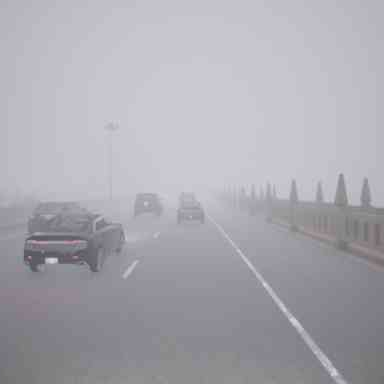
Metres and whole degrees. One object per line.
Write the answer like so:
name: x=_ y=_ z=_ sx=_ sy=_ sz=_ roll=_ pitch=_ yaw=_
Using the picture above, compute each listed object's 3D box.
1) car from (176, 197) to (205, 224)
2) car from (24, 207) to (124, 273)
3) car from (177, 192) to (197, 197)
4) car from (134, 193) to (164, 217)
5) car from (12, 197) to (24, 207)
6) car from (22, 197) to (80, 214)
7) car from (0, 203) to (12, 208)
car: x=-0.120 y=1.377 z=23.466 sx=2.128 sy=1.511 sz=4.902 roll=0 pitch=0 yaw=-1
car: x=-3.419 y=1.441 z=10.497 sx=2.128 sy=1.511 sz=4.902 roll=0 pitch=0 yaw=0
car: x=-0.609 y=1.024 z=41.268 sx=2.150 sy=2.045 sz=5.566 roll=0 pitch=0 yaw=-2
car: x=-3.772 y=1.080 z=29.445 sx=2.150 sy=2.045 sz=5.566 roll=0 pitch=0 yaw=-2
car: x=-18.150 y=1.317 z=36.495 sx=2.128 sy=1.511 sz=4.902 roll=0 pitch=0 yaw=-1
car: x=-7.008 y=1.264 z=18.178 sx=2.097 sy=1.767 sz=4.553 roll=0 pitch=0 yaw=-1
car: x=-14.266 y=1.247 z=21.834 sx=2.097 sy=1.767 sz=4.553 roll=0 pitch=0 yaw=-1
